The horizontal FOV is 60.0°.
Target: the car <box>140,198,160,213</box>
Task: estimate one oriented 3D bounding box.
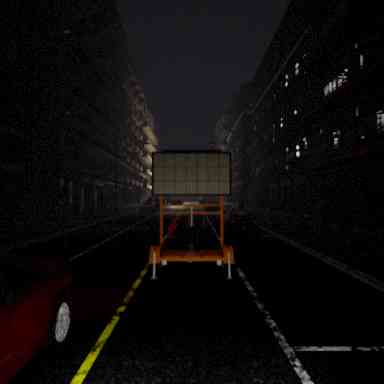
[{"bbox_3d":[-5.297,1.759,40.523,1.752,1.417,4.829,2,0,0],"label":"car"}]

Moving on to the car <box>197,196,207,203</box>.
[{"bbox_3d":[2.550,1.896,84.878,2.192,1.841,5.009,1,-1,0],"label":"car"}]

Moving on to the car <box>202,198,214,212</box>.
[{"bbox_3d":[2.582,1.779,40.630,1.887,1.381,4.507,1,0,0],"label":"car"}]

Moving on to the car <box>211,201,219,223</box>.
[{"bbox_3d":[2.584,1.654,24.210,1.752,1.417,4.829,1,0,0],"label":"car"}]

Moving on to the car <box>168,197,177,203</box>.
[{"bbox_3d":[-5.302,2.198,90.466,1.947,1.339,4.313,1,-1,0],"label":"car"}]

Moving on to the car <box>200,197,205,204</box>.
[{"bbox_3d":[2.582,1.822,46.162,2.008,1.369,4.403,1,0,0],"label":"car"}]

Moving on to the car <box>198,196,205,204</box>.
[{"bbox_3d":[2.581,1.939,62.753,1.887,1.381,4.507,1,0,0],"label":"car"}]

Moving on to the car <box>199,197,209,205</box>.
[{"bbox_3d":[2.590,1.926,73.816,1.967,1.590,4.097,1,0,0],"label":"car"}]

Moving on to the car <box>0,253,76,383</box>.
[{"bbox_3d":[-2.851,1.494,3.498,1.882,1.535,5.008,0,0,0],"label":"car"}]

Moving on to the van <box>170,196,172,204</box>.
[{"bbox_3d":[-5.295,1.736,62.816,1.690,1.788,3.998,1,0,0],"label":"van"}]

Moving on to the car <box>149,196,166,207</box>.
[{"bbox_3d":[-5.292,1.587,46.226,2.192,1.841,5.009,2,0,0],"label":"car"}]

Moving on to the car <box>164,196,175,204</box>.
[{"bbox_3d":[-5.295,1.848,79.406,2.192,1.841,5.009,1,0,0],"label":"car"}]

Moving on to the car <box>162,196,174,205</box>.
[{"bbox_3d":[-5.295,1.801,73.877,2.192,1.841,5.009,1,0,0],"label":"car"}]

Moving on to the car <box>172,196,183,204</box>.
[{"bbox_3d":[-2.753,1.999,63.352,1.895,1.301,4.718,0,0,0],"label":"car"}]

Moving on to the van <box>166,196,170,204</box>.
[{"bbox_3d":[-5.293,1.692,57.284,1.690,1.788,3.998,2,0,0],"label":"van"}]

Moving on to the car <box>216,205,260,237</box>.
[{"bbox_3d":[2.584,1.640,18.508,1.887,1.381,4.507,1,0,0],"label":"car"}]

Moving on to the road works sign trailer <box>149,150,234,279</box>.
[{"bbox_3d":[-0.010,0.515,10.185,2.380,3.560,2.880,0,0,0],"label":"road works sign trailer"}]
